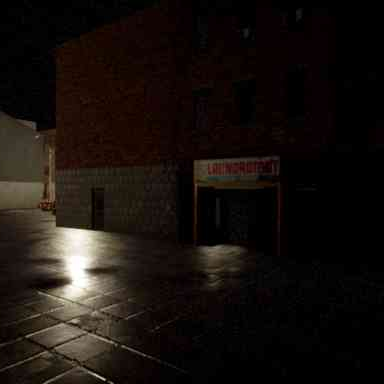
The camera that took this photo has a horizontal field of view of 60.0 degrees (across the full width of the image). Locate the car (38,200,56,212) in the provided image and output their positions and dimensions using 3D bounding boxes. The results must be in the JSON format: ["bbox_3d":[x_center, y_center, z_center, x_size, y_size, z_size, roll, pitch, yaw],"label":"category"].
[{"bbox_3d":[-14.672,1.247,38.170,2.150,2.045,5.566,0,0,36],"label":"car"}]
